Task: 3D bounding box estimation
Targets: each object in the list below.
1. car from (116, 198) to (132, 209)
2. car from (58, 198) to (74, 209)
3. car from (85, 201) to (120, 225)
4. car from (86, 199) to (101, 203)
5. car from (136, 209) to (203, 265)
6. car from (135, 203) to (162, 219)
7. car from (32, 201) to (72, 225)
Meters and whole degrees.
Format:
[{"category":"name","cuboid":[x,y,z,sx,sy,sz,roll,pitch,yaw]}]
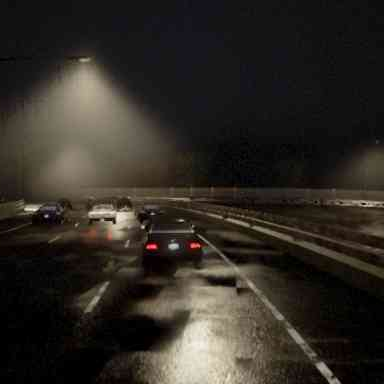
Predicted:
[{"category":"car","cuboid":[-9.098,1.494,43.417,1.837,1.490,4.892,0,1,-23]},{"category":"car","cuboid":[-16.725,1.541,43.480,1.812,1.442,4.674,0,0,-24]},{"category":"car","cuboid":[-6.492,1.599,24.414,1.895,1.301,4.718,0,0,-13]},{"category":"car","cuboid":[-12.537,1.601,42.650,1.895,1.301,4.718,0,0,-23]},{"category":"car","cuboid":[-0.800,1.537,11.646,2.033,1.411,5.357,0,0,-7]},{"category":"car","cuboid":[-3.273,1.548,25.752,1.994,1.385,4.181,0,0,-14]},{"category":"car","cuboid":[-10.195,1.577,24.233,1.994,1.385,4.181,0,0,-13]}]
